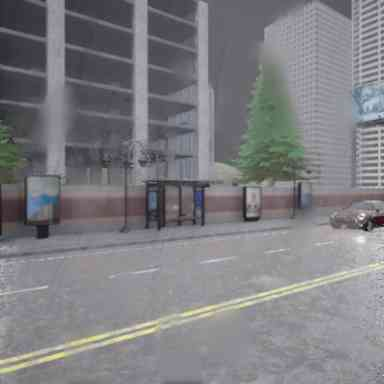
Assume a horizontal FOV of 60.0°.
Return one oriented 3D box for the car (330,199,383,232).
[{"bbox_3d":[10.278,1.315,19.798,4.553,1.767,2.097,0,0,-35],"label":"car"}]
